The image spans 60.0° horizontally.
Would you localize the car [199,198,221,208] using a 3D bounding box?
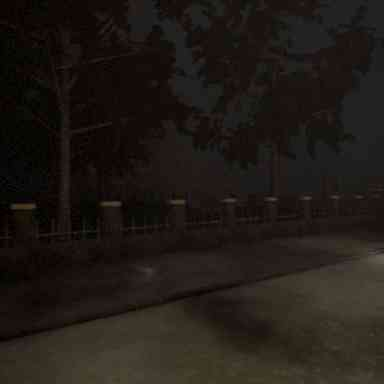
[{"bbox_3d":[3.003,1.355,42.245,1.895,1.301,4.718,-1,0,-35],"label":"car"}]
